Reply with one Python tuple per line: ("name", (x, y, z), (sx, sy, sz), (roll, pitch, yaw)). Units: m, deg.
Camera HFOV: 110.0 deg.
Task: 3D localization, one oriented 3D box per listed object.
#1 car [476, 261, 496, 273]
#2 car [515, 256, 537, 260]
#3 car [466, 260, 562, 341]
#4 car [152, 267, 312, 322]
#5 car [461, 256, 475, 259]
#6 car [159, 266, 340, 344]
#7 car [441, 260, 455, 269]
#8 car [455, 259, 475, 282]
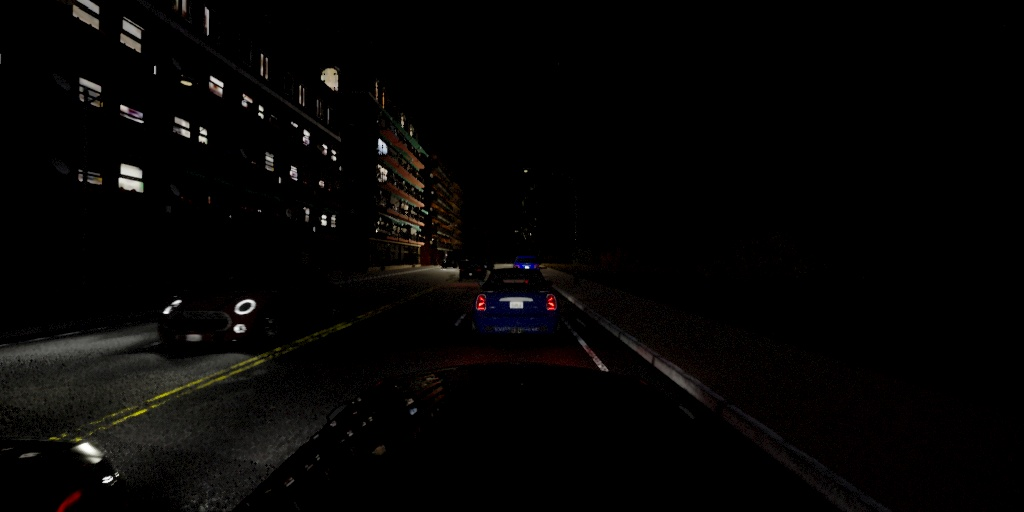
("car", (-3.144, 1.314, 44.453), (2.033, 1.411, 5.357), (0, 0, 1))
("car", (1.145, 0.987, 30.037), (2.150, 2.045, 5.566), (0, 0, 0))
("car", (0.100, 1.106, 10.083), (2.097, 1.767, 4.553), (0, 0, 0))
("car", (-9.848, 1.247, 13.306), (2.128, 1.511, 4.902), (0, 0, 0))
("car", (-6.583, 0.990, 52.928), (2.150, 2.045, 5.566), (0, 0, 0))
("car", (-6.599, 1.106, 9.681), (2.097, 1.767, 4.553), (0, 0, 0))
("car", (-9.824, 1.333, 56.286), (1.994, 1.385, 4.181), (0, 0, 0))
("car", (-3.143, 1.240, 29.609), (1.882, 1.535, 5.008), (0, 0, 0))
